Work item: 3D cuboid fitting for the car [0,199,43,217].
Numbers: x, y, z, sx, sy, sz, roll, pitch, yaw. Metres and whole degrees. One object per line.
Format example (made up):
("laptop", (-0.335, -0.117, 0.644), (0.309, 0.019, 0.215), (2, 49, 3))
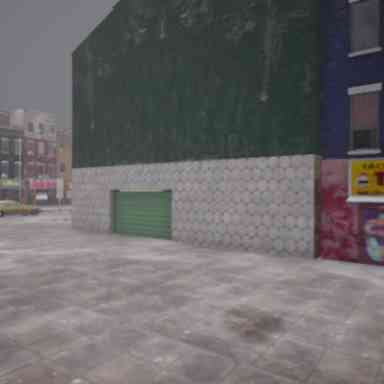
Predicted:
("car", (-14.600, 1.296, 26.980), (1.752, 1.417, 4.829), (0, 0, 35))
